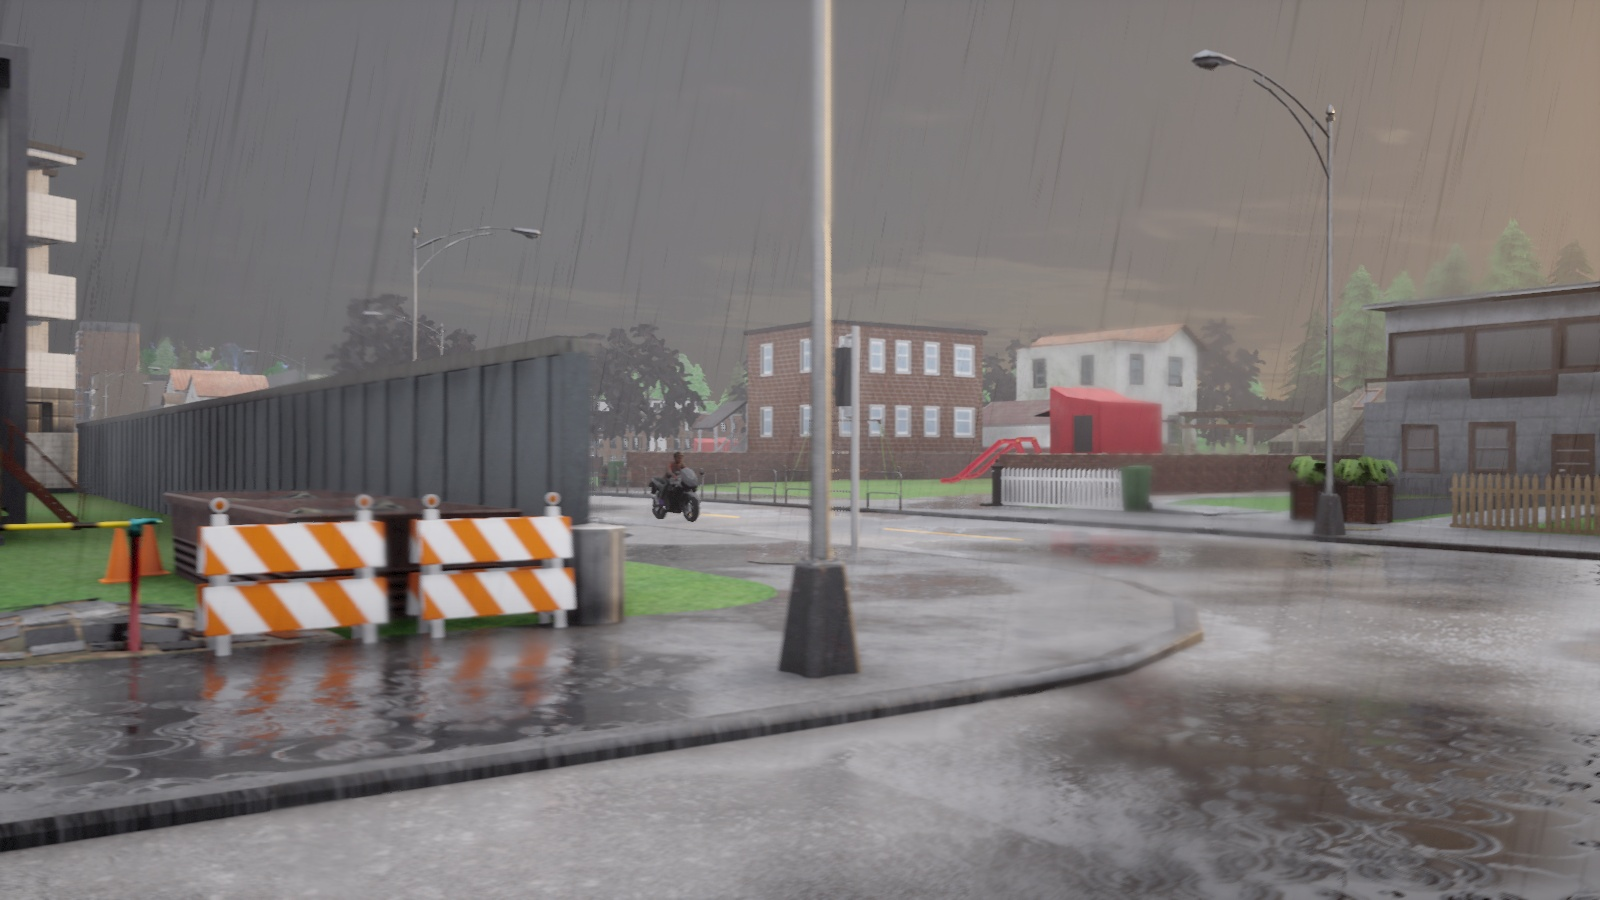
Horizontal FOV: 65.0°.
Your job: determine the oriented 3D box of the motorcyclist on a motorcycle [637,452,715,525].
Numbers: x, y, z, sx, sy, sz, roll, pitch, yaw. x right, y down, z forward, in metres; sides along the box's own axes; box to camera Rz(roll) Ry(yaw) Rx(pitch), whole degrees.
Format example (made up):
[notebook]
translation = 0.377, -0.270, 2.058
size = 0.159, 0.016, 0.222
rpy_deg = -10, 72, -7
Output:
[motorcyclist on a motorcycle]
translation = -2.716, 0.801, 27.273
size = 0.797, 1.523, 2.044
rpy_deg = 0, 0, -35
